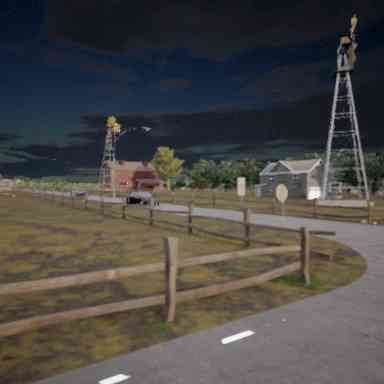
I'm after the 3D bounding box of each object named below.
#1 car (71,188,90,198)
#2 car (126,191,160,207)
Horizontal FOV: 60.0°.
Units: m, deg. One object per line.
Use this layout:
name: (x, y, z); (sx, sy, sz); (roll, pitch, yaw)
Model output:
car: (-17.057, 0.137, 50.796); (1.994, 1.385, 4.181); (0, 2, -36)
car: (-5.029, 0.676, 33.879); (1.882, 1.535, 5.008); (0, 2, -36)
